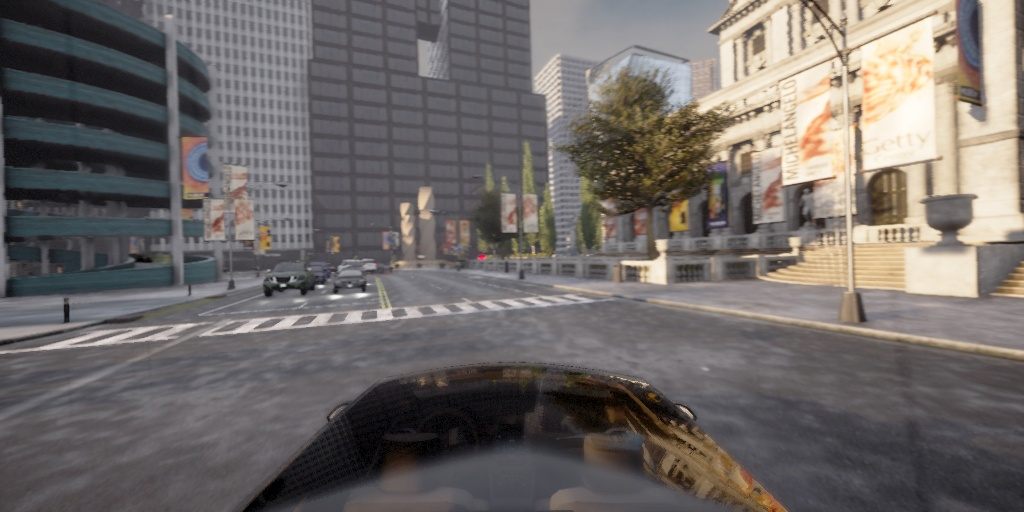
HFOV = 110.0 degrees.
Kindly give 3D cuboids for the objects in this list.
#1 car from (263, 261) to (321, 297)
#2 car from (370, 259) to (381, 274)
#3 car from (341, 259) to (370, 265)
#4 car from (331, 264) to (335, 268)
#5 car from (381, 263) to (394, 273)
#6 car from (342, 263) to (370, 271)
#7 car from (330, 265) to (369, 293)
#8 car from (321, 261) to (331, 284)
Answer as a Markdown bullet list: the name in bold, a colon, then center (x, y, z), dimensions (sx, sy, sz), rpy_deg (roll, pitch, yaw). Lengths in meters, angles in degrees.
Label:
- **car**: center (-14.152, 1.366, 23.143), dimensions (2.150, 2.045, 5.566), rpy_deg (-2, 0, -21)
- **car**: center (-21.640, 1.542, 51.719), dimensions (5.566, 2.045, 2.150), rpy_deg (-2, 0, 44)
- **car**: center (-18.729, 1.471, 42.117), dimensions (2.150, 2.045, 5.566), rpy_deg (-2, 0, -32)
- **car**: center (-22.420, 1.586, 41.387), dimensions (2.150, 2.045, 5.566), rpy_deg (-2, 0, -35)
- **car**: center (-20.134, 1.759, 55.100), dimensions (4.902, 1.511, 2.128), rpy_deg (-2, 0, 40)
- **car**: center (-14.161, 1.632, 32.577), dimensions (1.837, 1.490, 4.892), rpy_deg (-2, 0, -23)
- **car**: center (-10.731, 1.564, 23.983), dimensions (1.812, 1.442, 4.674), rpy_deg (-2, 0, -22)
- **car**: center (-17.672, 1.588, 31.870), dimensions (2.097, 1.767, 4.553), rpy_deg (-2, 0, -23)
